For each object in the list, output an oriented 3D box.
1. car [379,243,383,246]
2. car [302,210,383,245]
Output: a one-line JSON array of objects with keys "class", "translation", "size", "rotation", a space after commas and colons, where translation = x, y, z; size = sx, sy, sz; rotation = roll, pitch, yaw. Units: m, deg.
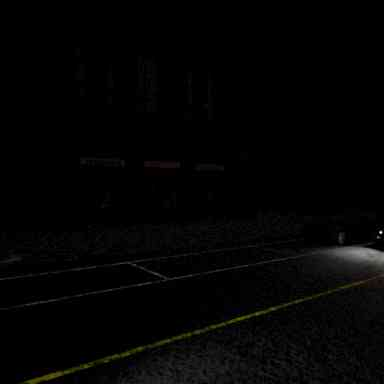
[{"class": "car", "translation": [9.666, 1.508, 14.137], "size": [4.892, 1.490, 1.837], "rotation": [0, 0, -35]}, {"class": "car", "translation": [6.996, 1.547, 15.505], "size": [4.507, 1.381, 1.887], "rotation": [0, 0, -35]}]
